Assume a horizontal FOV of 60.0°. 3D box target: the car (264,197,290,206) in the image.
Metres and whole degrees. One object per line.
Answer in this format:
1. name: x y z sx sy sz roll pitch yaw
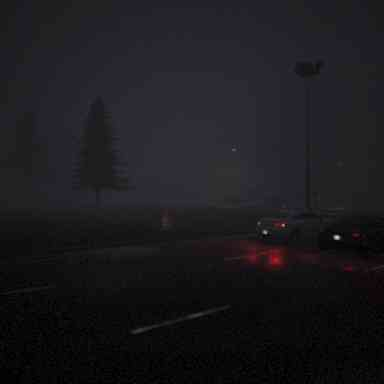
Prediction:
1. car: 14.963 1.597 58.545 1.837 1.490 4.892 0 0 -34

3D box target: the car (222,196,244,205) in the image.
1. car: 7.783 1.593 62.783 1.837 1.490 4.892 0 -1 -35

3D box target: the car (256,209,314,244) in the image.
1. car: 5.141 1.552 16.082 4.674 1.442 1.812 0 0 -35

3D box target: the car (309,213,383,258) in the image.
1. car: 6.793 1.591 12.968 4.181 1.385 1.994 0 0 -35
